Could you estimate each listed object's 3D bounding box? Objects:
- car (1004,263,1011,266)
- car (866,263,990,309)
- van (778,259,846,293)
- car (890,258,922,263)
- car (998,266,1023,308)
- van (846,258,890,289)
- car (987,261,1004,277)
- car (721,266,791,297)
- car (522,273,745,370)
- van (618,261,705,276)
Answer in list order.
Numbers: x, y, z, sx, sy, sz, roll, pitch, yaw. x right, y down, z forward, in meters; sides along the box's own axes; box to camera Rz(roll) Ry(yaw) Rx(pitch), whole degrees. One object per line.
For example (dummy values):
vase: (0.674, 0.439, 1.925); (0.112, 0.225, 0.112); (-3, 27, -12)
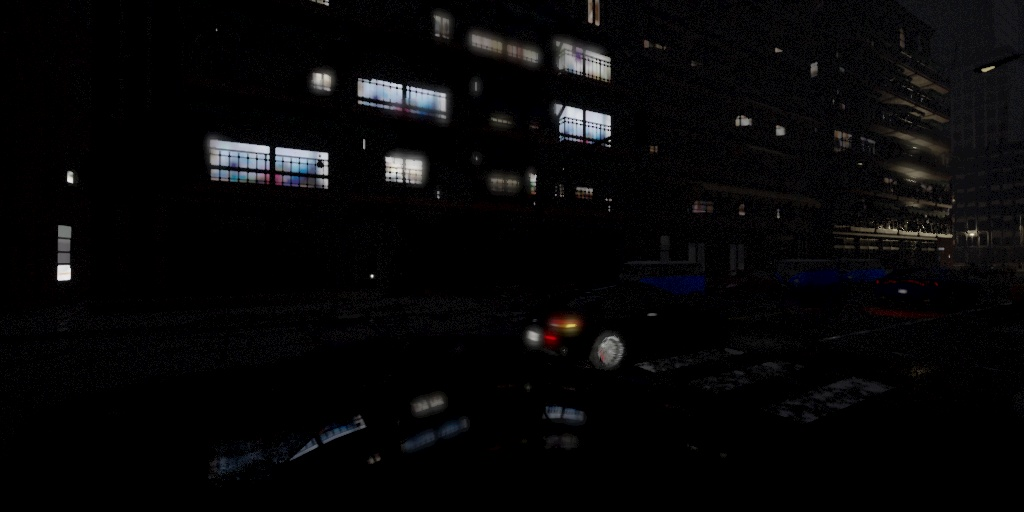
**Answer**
car: (46.916, 1.202, 34.702); (4.829, 1.417, 1.751); (0, 0, -26)
car: (16.722, 1.164, 14.391); (5.008, 1.535, 1.882); (0, -1, -26)
van: (16.545, 1.072, 20.161); (3.998, 1.789, 1.690); (0, 0, -26)
car: (26.720, 1.026, 25.033); (5.009, 1.841, 2.192); (0, 0, -26)
car: (20.102, 1.171, 13.128); (4.829, 1.417, 1.751); (0, 0, -26)
van: (21.632, 1.062, 22.597); (3.998, 1.789, 1.690); (0, 0, -26)
car: (41.982, 1.267, 32.340); (4.207, 1.307, 1.802); (0, 0, -26)
car: (11.458, 1.324, 17.725); (4.207, 1.307, 1.802); (0, 0, -26)
car: (2.459, 1.265, 7.526); (4.674, 1.442, 1.812); (-1, 0, -26)
van: (6.370, 1.093, 15.290); (3.998, 1.789, 1.690); (0, 0, -26)
